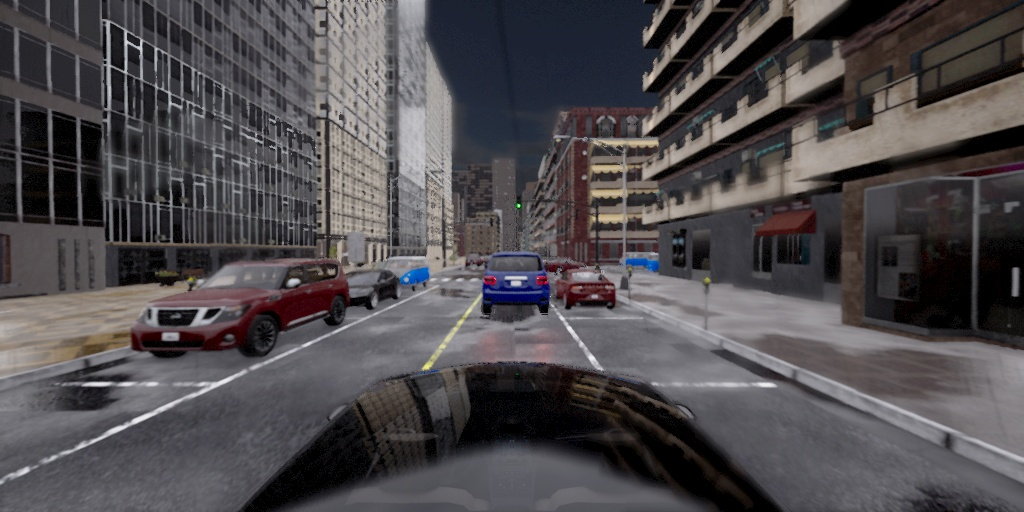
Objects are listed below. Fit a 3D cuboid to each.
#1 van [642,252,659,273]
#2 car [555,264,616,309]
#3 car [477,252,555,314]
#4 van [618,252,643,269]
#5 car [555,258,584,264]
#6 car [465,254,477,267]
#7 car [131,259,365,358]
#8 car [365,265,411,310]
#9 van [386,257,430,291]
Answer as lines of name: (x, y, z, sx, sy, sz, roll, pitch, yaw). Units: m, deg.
van: (13.816, 0.617, 31.064, 3.998, 1.789, 1.690, 0, 0, 0)
car: (2.718, 1.174, 13.990, 1.888, 1.381, 4.507, 0, 0, 0)
car: (0.125, 0.859, 13.251, 2.150, 2.045, 5.566, 0, 1, 0)
van: (13.815, 0.498, 39.444, 3.998, 1.789, 1.690, 0, 0, 0)
car: (4.593, 0.906, 32.302, 5.008, 1.535, 1.882, -1, -1, -38)
car: (-5.565, 0.592, 51.923, 2.192, 1.841, 5.009, 0, 0, 0)
car: (-5.676, 0.997, 8.489, 2.192, 1.841, 5.009, 0, 0, 0)
car: (-5.662, 1.195, 14.012, 1.948, 1.339, 4.313, 0, 0, 0)
van: (-5.648, 0.916, 19.535, 1.690, 1.789, 3.998, 0, 0, 0)
